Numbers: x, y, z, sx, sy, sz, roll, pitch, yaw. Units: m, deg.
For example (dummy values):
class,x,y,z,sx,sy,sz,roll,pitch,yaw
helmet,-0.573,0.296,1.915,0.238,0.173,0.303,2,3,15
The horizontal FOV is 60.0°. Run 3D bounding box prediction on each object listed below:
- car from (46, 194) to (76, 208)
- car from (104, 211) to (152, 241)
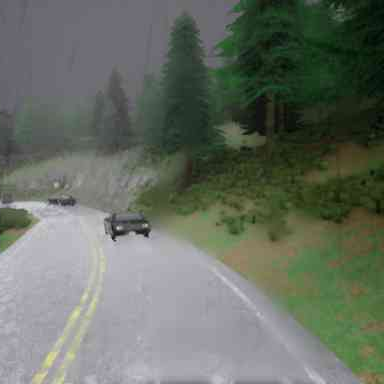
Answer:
class,x,y,z,sx,sy,sz,roll,pitch,yaw
car,-17.310,1.058,43.826,5.008,1.535,1.882,5,6,38
car,-3.525,1.678,17.541,1.895,1.301,4.718,-3,0,-20
